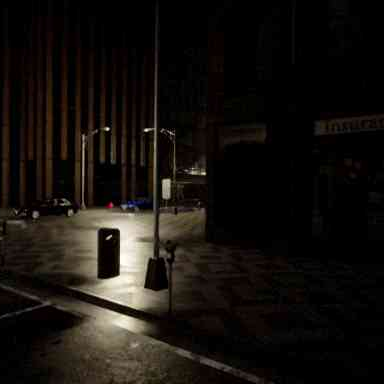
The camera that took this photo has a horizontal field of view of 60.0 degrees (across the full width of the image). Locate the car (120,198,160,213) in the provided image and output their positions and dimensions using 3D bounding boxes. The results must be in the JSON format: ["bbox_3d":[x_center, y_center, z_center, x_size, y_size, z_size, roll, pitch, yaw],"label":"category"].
[{"bbox_3d":[-5.246,1.303,34.180,1.812,1.442,4.674,1,0,36],"label":"car"}]

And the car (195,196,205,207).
[{"bbox_3d":[2.280,1.311,44.784,2.128,1.511,4.902,1,1,36],"label":"car"}]

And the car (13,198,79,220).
[{"bbox_3d":[-11.179,1.246,25.788,1.837,1.490,4.892,1,0,35],"label":"car"}]
